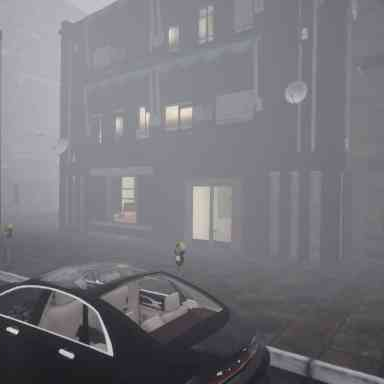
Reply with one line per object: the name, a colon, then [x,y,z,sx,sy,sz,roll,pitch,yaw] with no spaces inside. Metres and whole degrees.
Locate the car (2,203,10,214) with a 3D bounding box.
car: [-21.544,1.623,34.882,2.008,1.369,4.403,1,0,36]

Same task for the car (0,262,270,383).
car: [-1.300,1.550,3.939,4.403,1.369,2.008,0,1,35]
